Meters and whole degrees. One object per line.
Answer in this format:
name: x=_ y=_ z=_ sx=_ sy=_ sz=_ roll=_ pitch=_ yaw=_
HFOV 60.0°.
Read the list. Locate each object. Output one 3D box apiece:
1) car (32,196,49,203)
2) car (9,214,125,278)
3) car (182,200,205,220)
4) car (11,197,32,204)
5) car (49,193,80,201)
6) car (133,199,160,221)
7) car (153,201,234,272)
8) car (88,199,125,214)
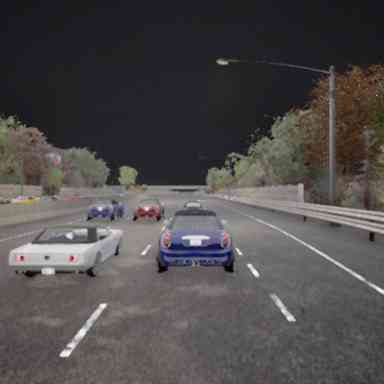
car: x=-21.070 y=1.318 z=49.020 sx=2.097 sy=1.767 sz=4.553 roll=0 pitch=0 yaw=0
car: x=-3.399 y=1.587 z=10.095 sx=1.895 sy=1.301 sz=4.718 roll=0 pitch=0 yaw=0
car: x=0.095 y=1.497 z=28.520 sx=1.812 sy=1.442 sz=4.674 roll=0 pitch=0 yaw=0
car: x=-24.565 y=1.444 z=48.843 sx=1.882 sy=1.535 sz=5.008 roll=0 pitch=0 yaw=0
car: x=-17.585 y=1.188 z=46.925 sx=2.150 sy=2.045 sz=5.566 roll=0 pitch=0 yaw=0
car: x=-3.405 y=1.324 z=27.122 sx=2.097 sy=1.767 sz=4.553 roll=0 pitch=0 yaw=0
car: x=0.099 y=1.338 z=10.871 sx=2.097 sy=1.767 sz=4.553 roll=0 pitch=0 yaw=0
car: x=-6.905 y=1.324 z=27.150 sx=2.097 sy=1.767 sz=4.553 roll=0 pitch=0 yaw=0
